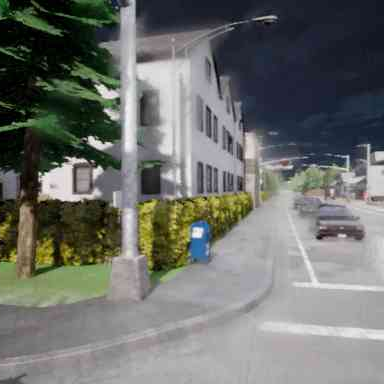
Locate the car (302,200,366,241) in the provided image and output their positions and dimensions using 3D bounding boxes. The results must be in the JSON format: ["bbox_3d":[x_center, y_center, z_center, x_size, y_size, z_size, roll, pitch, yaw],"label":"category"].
[{"bbox_3d":[6.638,1.332,15.817,2.033,1.411,5.357,0,0,14],"label":"car"}]

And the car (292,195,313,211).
[{"bbox_3d":[11.862,1.152,35.856,1.837,1.490,4.892,0,0,15],"label":"car"}]

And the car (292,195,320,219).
[{"bbox_3d":[9.220,1.207,25.783,2.128,1.511,4.902,0,0,15],"label":"car"}]
